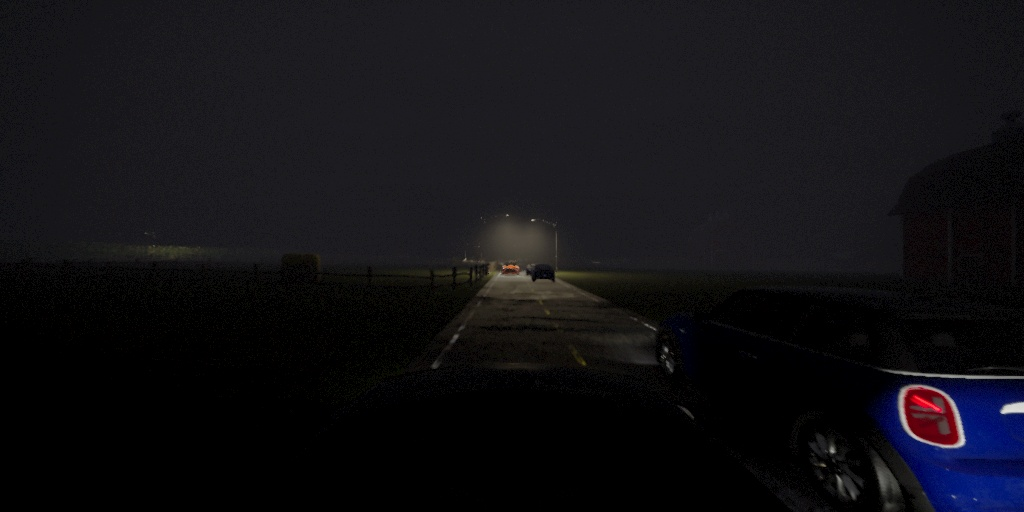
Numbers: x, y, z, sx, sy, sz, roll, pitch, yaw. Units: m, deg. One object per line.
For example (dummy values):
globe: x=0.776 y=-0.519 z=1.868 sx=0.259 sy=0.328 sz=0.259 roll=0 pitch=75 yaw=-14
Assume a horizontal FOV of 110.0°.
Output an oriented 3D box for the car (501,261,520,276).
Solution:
car: x=-0.174 y=1.381 z=42.608 sx=2.097 sy=1.767 sz=4.553 roll=0 pitch=0 yaw=0

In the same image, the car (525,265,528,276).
car: x=2.587 y=1.651 z=43.184 sx=1.895 sy=1.301 sz=4.718 roll=0 pitch=0 yaw=0

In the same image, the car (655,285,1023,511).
car: x=3.552 y=1.142 z=4.450 sx=2.097 sy=1.767 sz=4.553 roll=0 pitch=0 yaw=0

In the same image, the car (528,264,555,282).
car: x=2.691 y=1.453 z=31.912 sx=1.882 sy=1.535 sz=5.008 roll=0 pitch=0 yaw=0
